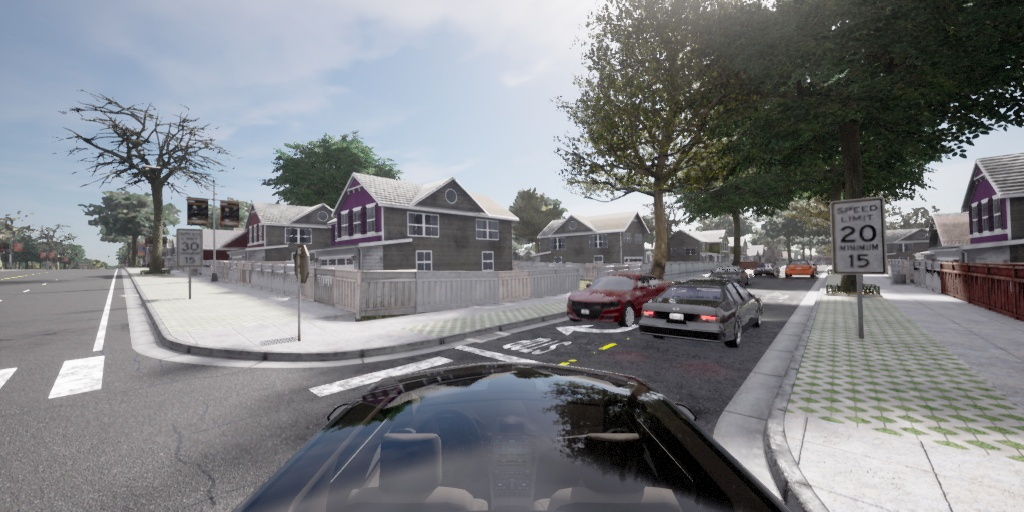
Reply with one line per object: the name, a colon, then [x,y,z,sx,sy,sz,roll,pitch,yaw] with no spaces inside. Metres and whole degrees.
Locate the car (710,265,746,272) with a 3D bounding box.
car: [14.567,1.360,24.095,1.812,1.442,4.674,-2,-1,42]

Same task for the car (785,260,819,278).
car: [27.279,1.132,33.886,2.097,1.767,4.553,-2,-2,42]

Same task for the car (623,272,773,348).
car: [5.090,1.301,9.304,2.033,1.411,5.357,-2,-1,42]

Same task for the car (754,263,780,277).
car: [26.587,1.480,37.315,2.033,1.411,5.357,-2,-2,42]

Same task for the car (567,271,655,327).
car: [3.756,1.310,12.091,1.882,1.535,5.008,-2,-1,42]
